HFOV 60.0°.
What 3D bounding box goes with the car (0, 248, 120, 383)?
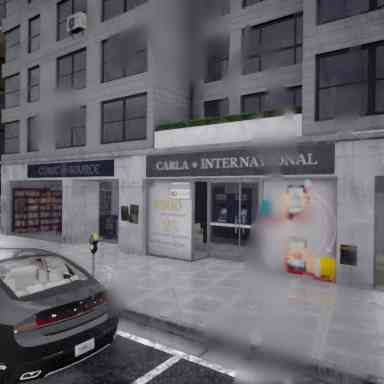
[{"bbox_3d":[-3.011,1.550,5.095,4.403,1.369,2.008,0,1,35],"label":"car"}]
